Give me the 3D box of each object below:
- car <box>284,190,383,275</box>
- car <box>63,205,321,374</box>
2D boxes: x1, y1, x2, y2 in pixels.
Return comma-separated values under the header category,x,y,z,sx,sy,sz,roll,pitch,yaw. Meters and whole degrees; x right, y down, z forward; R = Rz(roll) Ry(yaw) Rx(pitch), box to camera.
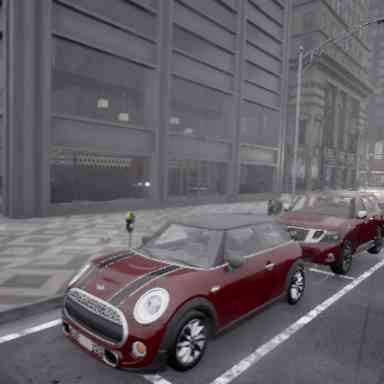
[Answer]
category,x,y,z,sx,sy,sz,roll,pitch,yaw
car,3.918,0.889,9.385,2.192,1.841,5.009,5,4,42
car,0.156,1.117,5.190,1.967,1.590,4.097,5,4,42
